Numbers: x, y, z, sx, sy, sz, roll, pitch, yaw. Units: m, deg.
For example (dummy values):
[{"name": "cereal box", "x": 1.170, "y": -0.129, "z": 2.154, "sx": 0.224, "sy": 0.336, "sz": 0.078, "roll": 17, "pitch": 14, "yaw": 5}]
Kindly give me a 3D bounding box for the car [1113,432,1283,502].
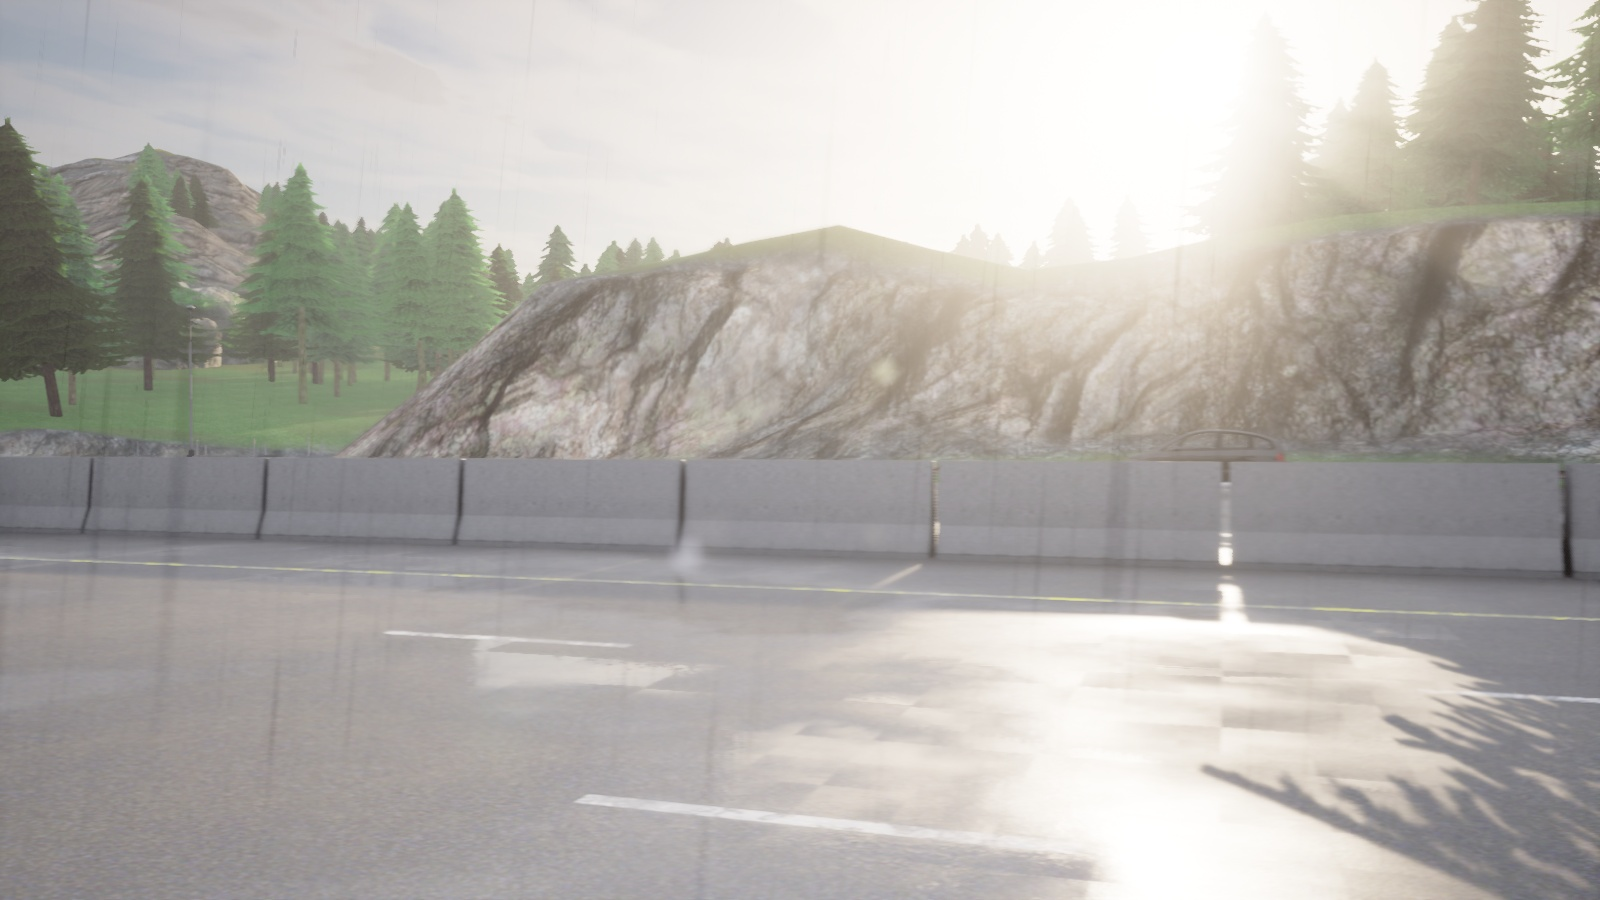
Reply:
[{"name": "car", "x": 9.356, "y": 0.366, "z": 29.584, "sx": 3.705, "sy": 1.549, "sz": 1.789, "roll": 1, "pitch": 1, "yaw": 19}]
